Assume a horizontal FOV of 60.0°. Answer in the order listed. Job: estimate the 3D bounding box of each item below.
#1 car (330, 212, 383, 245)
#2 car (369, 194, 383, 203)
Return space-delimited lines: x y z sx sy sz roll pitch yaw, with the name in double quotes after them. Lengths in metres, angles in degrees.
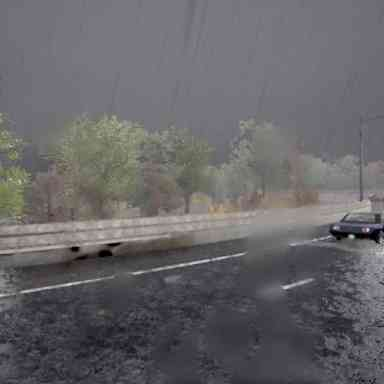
8.396 1.611 15.756 4.718 1.301 1.895 0 0 -44 "car"
37.496 1.247 67.387 2.097 1.767 4.553 0 0 11 "car"
